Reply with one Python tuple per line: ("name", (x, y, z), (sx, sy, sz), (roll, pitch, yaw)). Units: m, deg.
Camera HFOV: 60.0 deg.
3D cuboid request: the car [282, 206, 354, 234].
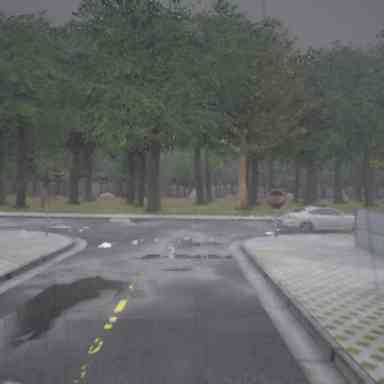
("car", (7.450, 1.507, 18.701), (4.674, 1.442, 1.812), (0, 2, 0))
